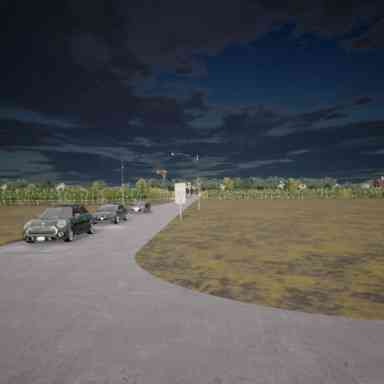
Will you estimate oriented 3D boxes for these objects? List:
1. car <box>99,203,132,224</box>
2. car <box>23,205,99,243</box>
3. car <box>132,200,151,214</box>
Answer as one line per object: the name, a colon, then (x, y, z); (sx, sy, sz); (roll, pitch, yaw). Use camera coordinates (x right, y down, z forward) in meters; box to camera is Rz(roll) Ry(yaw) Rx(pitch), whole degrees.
car: (-6.381, 1.684, 26.238); (1.837, 1.490, 4.892); (-2, 0, 2)
car: (-6.670, 1.497, 17.052); (2.097, 1.767, 4.553); (-2, 0, 2)
car: (-5.988, 1.735, 38.692); (2.128, 1.511, 4.902); (-2, 0, 2)
